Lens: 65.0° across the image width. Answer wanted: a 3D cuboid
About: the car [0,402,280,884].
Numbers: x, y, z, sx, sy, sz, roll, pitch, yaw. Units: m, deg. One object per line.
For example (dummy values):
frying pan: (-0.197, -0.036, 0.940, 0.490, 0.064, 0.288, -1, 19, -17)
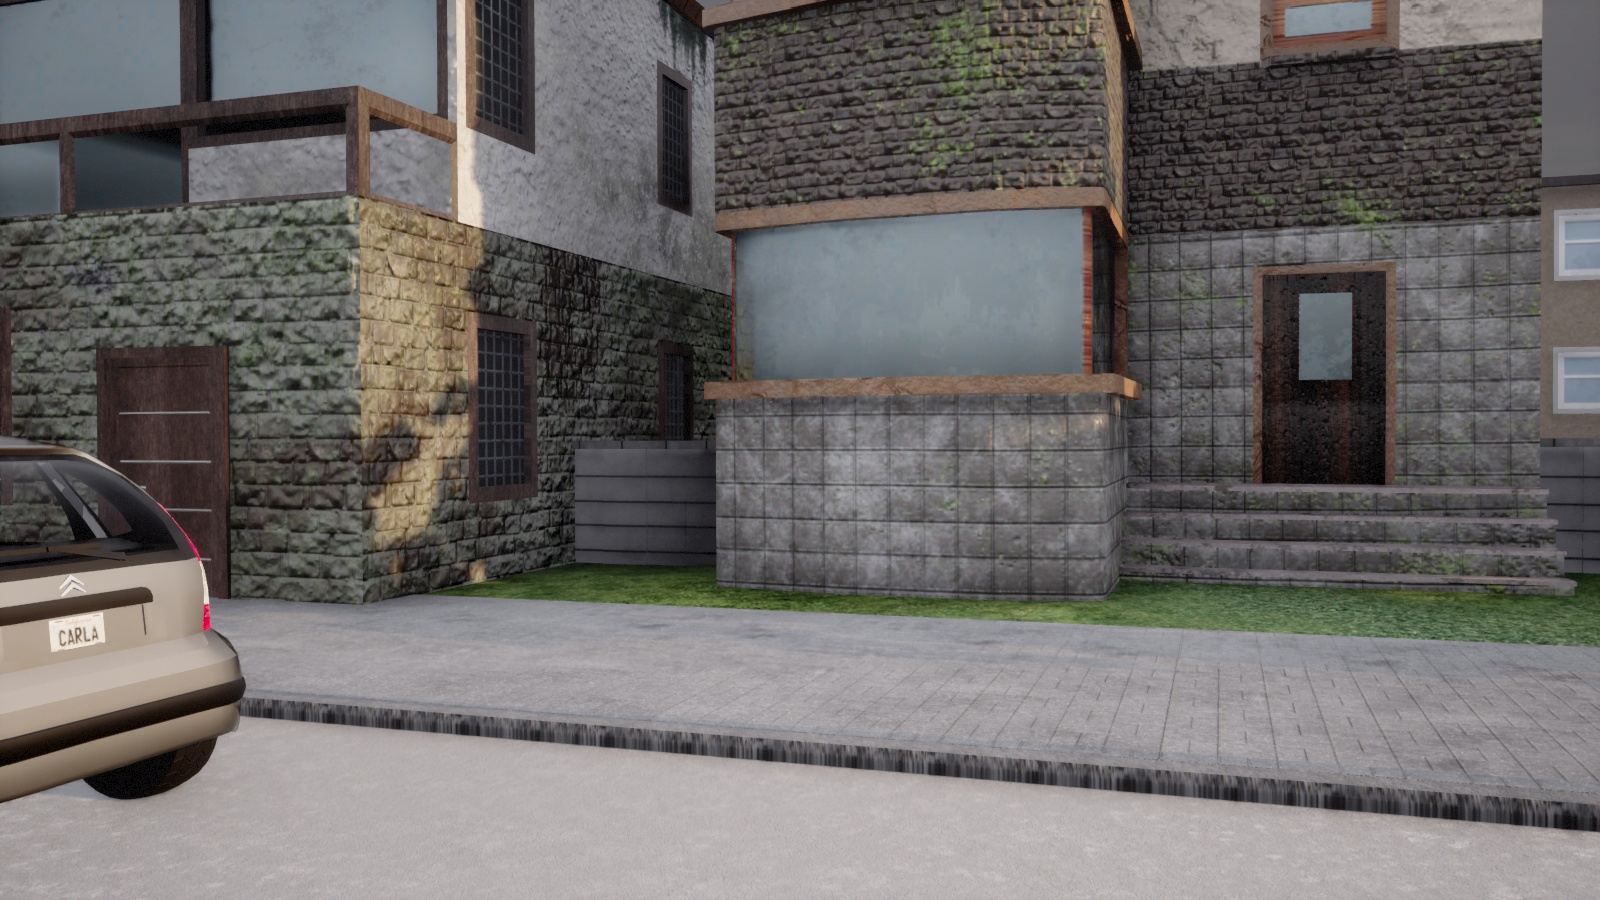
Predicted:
car: (-4.446, 0.625, 5.213, 3.988, 1.617, 1.851, 1, 1, 19)
